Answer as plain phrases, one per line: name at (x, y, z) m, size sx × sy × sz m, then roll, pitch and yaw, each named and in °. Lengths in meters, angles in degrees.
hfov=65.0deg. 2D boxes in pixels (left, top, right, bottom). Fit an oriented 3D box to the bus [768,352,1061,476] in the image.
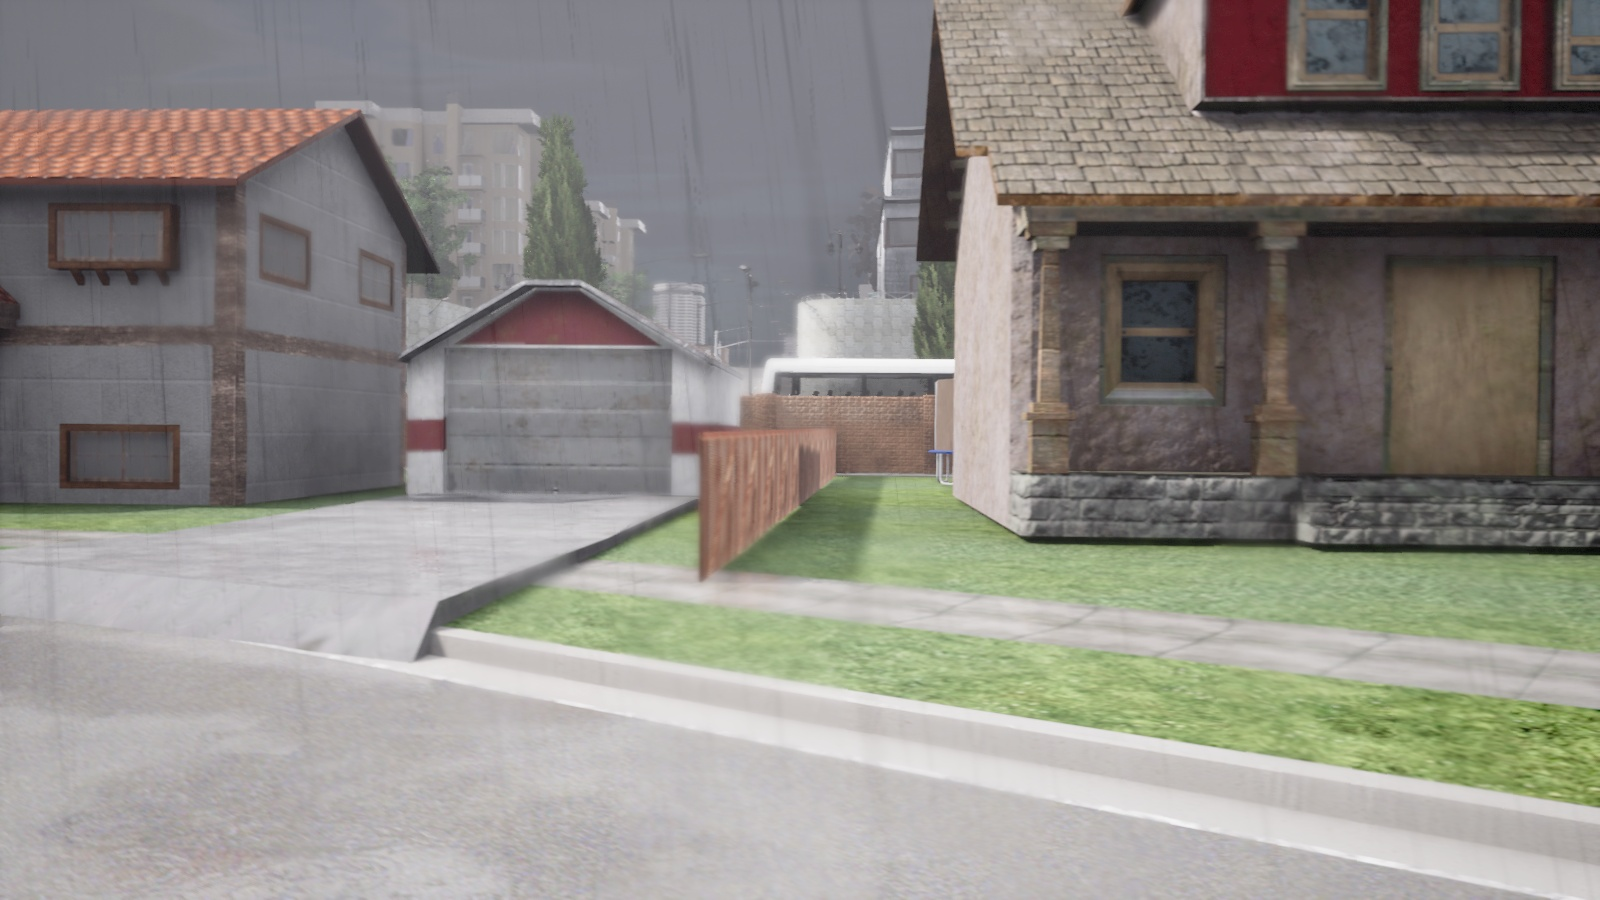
bus at (4.112, -1.285, 46.244) m, size 10.273 × 4.253 × 3.944 m, roll 0°, pitch 1°, yaw 3°
